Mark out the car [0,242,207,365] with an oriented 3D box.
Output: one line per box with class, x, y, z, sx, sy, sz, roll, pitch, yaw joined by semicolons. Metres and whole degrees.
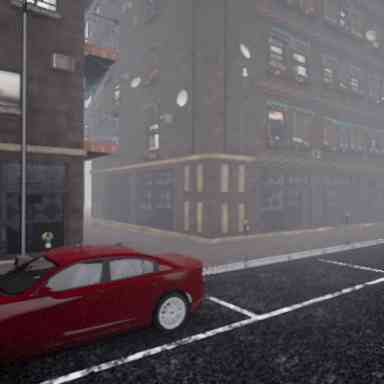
car;-1.843;1.548;5.243;4.507;1.381;1.887;0;0;-36
